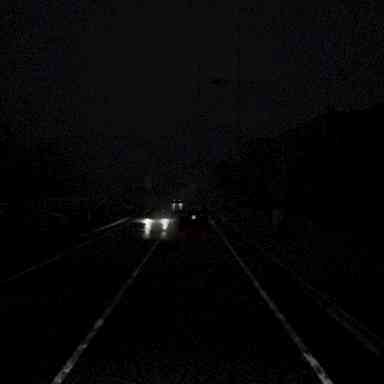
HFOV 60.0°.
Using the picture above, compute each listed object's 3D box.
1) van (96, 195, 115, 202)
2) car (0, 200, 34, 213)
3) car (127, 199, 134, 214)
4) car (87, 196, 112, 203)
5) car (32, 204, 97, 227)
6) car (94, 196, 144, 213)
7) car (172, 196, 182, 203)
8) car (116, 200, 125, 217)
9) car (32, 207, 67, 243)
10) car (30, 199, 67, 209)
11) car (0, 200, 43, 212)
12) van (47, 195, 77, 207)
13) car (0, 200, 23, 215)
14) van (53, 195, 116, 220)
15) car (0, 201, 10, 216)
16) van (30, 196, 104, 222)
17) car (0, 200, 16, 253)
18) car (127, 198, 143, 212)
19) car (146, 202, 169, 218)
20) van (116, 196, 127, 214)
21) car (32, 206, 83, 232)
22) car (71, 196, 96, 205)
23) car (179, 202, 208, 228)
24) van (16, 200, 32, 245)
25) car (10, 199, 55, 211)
[{"bbox_3d":[-21.966,1.636,84.585,4.442,1.987,1.878,0,0,0],"label":"van"},{"bbox_3d":[-22.051,1.741,40.178,4.892,1.521,2.231,0,0,0],"label":"car"},{"bbox_3d":[-8.963,1.767,35.452,4.674,1.452,2.002,0,0,0],"label":"car"},{"bbox_3d":[-21.892,1.841,79.033,5.366,1.575,1.946,0,0,0],"label":"car"},{"bbox_3d":[-8.977,1.710,21.434,4.792,1.488,2.163,0,0,0],"label":"car"},{"bbox_3d":[-8.937,1.489,41.060,5.566,2.045,2.435,0,0,0],"label":"car"},{"bbox_3d":[-3.214,1.684,73.438,1.837,1.490,4.892,0,0,0],"label":"car"},{"bbox_3d":[-8.950,1.713,29.846,5.008,1.535,2.097,0,0,0],"label":"car"},{"bbox_3d":[-8.950,1.641,15.823,4.892,1.521,2.231,0,0,0],"label":"car"},{"bbox_3d":[-22.025,1.796,51.280,4.792,1.488,2.163,0,0,0],"label":"car"},{"bbox_3d":[-22.076,1.776,42.953,4.792,1.488,2.163,0,0,0],"label":"car"},{"bbox_3d":[-22.175,1.555,56.831,4.442,1.987,1.878,0,0,0],"label":"van"},{"bbox_3d":[-22.047,1.732,37.402,5.008,1.535,2.097,0,0,0],"label":"car"},{"bbox_3d":[-8.837,1.479,27.039,4.442,1.987,1.878,0,0,0],"label":"van"},{"bbox_3d":[-22.045,1.726,34.626,5.008,1.535,2.097,0,0,0],"label":"car"},{"bbox_3d":[-9.067,1.467,24.238,4.442,1.987,1.878,0,0,0],"label":"van"},{"bbox_3d":[-8.910,1.338,10.217,5.566,2.045,2.435,0,-1,0],"label":"car"},{"bbox_3d":[-8.778,1.731,38.256,5.366,1.575,1.946,0,0,0],"label":"car"},{"bbox_3d":[-3.330,1.701,32.876,1.882,1.535,5.008,0,0,0],"label":"car"},{"bbox_3d":[-9.075,1.494,32.650,4.442,1.987,1.878,0,0,0],"label":"van"},{"bbox_3d":[-8.943,1.702,18.626,4.674,1.452,2.002,0,0,0],"label":"car"},{"bbox_3d":[-22.100,1.685,67.934,4.553,1.767,2.185,0,0,0],"label":"car"},{"bbox_3d":[0.112,1.681,23.822,2.163,1.488,4.792,0,0,0],"label":"car"},{"bbox_3d":[-9.058,1.392,13.017,4.442,1.987,1.878,0,0,0],"label":"van"},{"bbox_3d":[-21.863,1.750,45.728,5.366,1.575,1.946,0,0,0],"label":"car"}]
